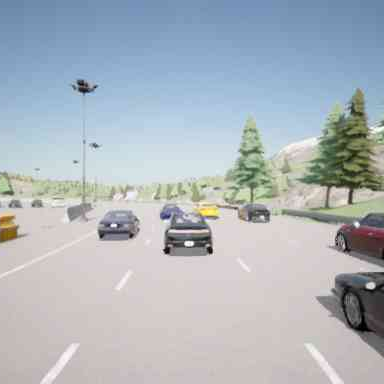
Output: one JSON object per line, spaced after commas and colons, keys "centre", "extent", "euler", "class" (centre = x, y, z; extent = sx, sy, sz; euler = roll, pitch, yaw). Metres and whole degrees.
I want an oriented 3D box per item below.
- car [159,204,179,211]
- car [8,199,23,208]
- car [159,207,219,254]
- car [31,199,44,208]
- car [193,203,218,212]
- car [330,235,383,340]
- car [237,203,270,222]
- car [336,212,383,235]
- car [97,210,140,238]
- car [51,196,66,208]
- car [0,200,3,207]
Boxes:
{"centre": [-2.057, 1.859, 31.555], "extent": [1.994, 1.385, 4.181], "euler": [0, 0, -9], "class": "car"}
{"centre": [-30.795, 2.043, 58.001], "extent": [1.837, 1.490, 4.892], "euler": [0, 0, -20], "class": "car"}
{"centre": [-0.214, 1.625, 14.160], "extent": [2.128, 1.511, 4.902], "euler": [0, 0, -3], "class": "car"}
{"centre": [-27.633, 2.055, 59.528], "extent": [1.837, 1.490, 4.892], "euler": [0, -1, -20], "class": "car"}
{"centre": [1.264, 1.786, 33.007], "extent": [1.882, 1.535, 5.008], "euler": [0, 0, -9], "class": "car"}
{"centre": [3.576, 1.585, 3.900], "extent": [2.033, 1.411, 5.357], "euler": [0, -1, -1], "class": "car"}
{"centre": [5.345, 1.780, 29.350], "extent": [1.837, 1.490, 4.892], "euler": [0, 0, -8], "class": "car"}
{"centre": [6.881, 1.460, 11.562], "extent": [2.097, 1.767, 4.553], "euler": [0, -1, -2], "class": "car"}
{"centre": [-4.049, 1.725, 18.894], "extent": [2.033, 1.411, 5.357], "euler": [0, -1, -5], "class": "car"}
{"centre": [-23.841, 1.781, 59.418], "extent": [2.150, 2.045, 5.566], "euler": [0, 0, -20], "class": "car"}
{"centre": [-34.854, 2.067, 58.837], "extent": [2.128, 1.511, 4.902], "euler": [0, 0, -20], "class": "car"}
